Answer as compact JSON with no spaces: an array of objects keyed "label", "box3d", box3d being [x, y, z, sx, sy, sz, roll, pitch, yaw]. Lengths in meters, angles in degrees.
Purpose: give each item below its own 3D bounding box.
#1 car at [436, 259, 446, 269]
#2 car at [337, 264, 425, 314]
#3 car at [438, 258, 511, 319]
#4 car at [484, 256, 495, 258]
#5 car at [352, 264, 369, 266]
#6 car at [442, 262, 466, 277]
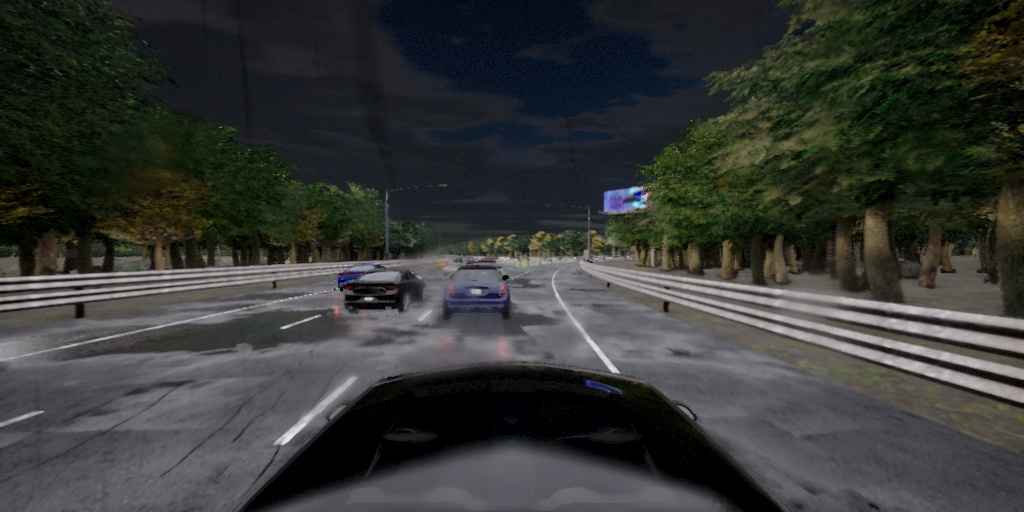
[{"label":"car","box3d":[-10.304,1.197,54.547,1.882,1.535,5.008,0,0,-4]},{"label":"car","box3d":[-4.641,1.208,13.770,1.882,1.535,5.008,0,0,-3]},{"label":"car","box3d":[-1.171,1.091,12.868,2.097,1.767,4.553,0,0,-3]},{"label":"car","box3d":[-1.749,1.078,24.350,2.097,1.767,4.553,0,0,-3]},{"label":"car","box3d":[-8.506,1.190,21.209,1.882,1.535,5.008,0,0,-3]},{"label":"car","box3d":[-5.739,1.309,36.176,1.895,1.301,4.718,0,0,-3]}]
